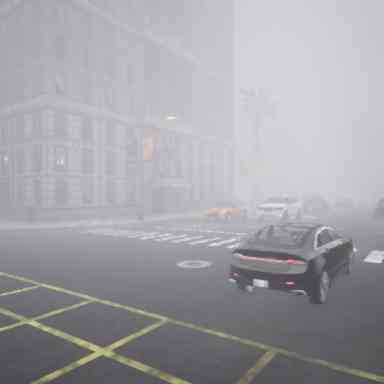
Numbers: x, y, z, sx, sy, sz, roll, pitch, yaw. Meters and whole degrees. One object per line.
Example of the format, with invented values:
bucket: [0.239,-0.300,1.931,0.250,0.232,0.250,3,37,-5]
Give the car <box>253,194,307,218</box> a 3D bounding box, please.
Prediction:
car: [7.173,1.275,26.936,2.150,2.045,5.566,-1,0,35]

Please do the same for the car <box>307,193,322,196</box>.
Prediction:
car: [16.696,1.268,46.225,2.150,2.045,5.566,-1,1,36]

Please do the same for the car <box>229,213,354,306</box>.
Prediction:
car: [2.684,1.504,8.255,2.128,1.511,4.902,-1,0,35]

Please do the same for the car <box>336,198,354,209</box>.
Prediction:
car: [21.160,1.567,46.390,2.033,1.411,5.357,-1,0,36]

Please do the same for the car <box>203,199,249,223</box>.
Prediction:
car: [2.765,1.441,26.758,2.097,1.767,4.553,-1,0,35]

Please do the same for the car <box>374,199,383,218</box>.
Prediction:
car: [17.214,1.329,28.821,2.097,1.767,4.553,-1,0,36]

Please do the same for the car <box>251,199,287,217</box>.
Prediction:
car: [7.914,1.579,34.029,1.837,1.490,4.892,-1,0,35]

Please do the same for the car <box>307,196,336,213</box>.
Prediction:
car: [13.429,1.529,35.713,2.128,1.511,4.902,-1,0,36]

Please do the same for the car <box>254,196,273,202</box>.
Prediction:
car: [17.766,1.754,82.907,4.181,1.385,1.994,-1,0,33]
